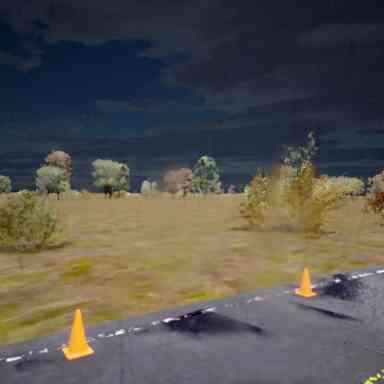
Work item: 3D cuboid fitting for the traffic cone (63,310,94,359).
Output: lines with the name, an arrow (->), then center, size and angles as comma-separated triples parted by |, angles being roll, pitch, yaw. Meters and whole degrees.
traffic cone -> -1.602, 1.960, 4.695 | 0.340, 0.580, 0.340 | 1, 0, -35

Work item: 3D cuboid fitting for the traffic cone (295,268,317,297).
traffic cone -> 2.589, 2.017, 7.542 | 0.340, 0.580, 0.340 | 1, 0, -33
